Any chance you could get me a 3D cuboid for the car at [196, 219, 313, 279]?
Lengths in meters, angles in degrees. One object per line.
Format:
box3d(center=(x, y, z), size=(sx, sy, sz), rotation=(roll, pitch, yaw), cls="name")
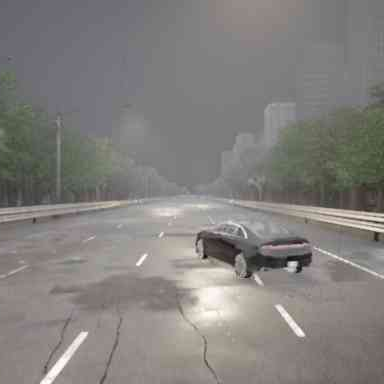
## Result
box3d(center=(1.655, 1.593, 10.525), size=(2.128, 1.511, 4.902), rotation=(0, 0, -20), cls="car")
